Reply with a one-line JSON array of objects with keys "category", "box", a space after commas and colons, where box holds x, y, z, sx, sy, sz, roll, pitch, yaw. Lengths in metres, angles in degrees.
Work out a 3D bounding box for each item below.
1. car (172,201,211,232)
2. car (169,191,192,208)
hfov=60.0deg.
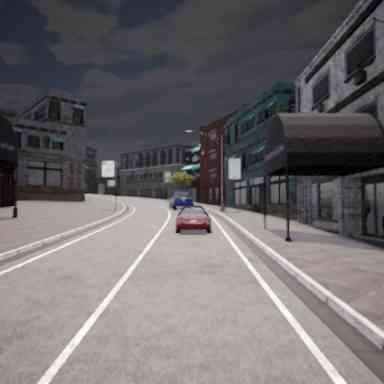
[{"category": "car", "box": [0.074, 1.489, 19.524, 1.994, 1.385, 4.181, 0, 1, 0]}, {"category": "car", "box": [-1.329, 0.907, 38.138, 2.150, 2.045, 5.566, 1, 1, -10]}]
